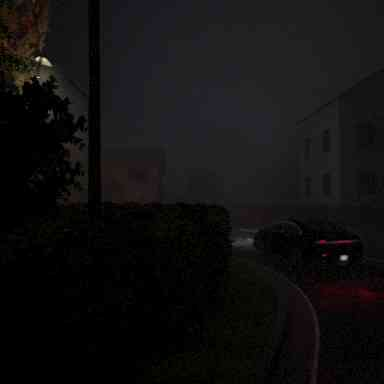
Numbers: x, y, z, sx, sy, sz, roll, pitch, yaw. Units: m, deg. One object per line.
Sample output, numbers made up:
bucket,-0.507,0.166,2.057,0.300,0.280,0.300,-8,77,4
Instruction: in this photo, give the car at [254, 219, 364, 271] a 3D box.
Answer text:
car,3.793,1.687,11.762,2.128,1.511,4.902,0,-1,-12
